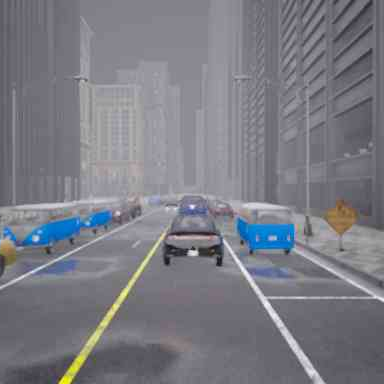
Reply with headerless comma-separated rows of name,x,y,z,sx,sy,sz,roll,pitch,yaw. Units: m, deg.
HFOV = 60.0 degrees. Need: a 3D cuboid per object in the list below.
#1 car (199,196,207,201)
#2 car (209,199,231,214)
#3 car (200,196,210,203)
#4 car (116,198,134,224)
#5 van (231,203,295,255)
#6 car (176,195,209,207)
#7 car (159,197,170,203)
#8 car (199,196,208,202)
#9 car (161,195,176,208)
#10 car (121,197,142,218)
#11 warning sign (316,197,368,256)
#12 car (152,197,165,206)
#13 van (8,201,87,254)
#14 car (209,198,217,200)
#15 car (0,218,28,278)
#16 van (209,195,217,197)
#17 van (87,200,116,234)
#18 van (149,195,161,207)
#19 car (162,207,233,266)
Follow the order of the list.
car,2.724,1.656,86.516,1.947,1.339,4.313,0,0,0
car,2.748,1.617,30.110,1.802,1.307,4.206,0,0,0
car,2.731,1.621,69.594,1.887,1.381,4.507,0,0,0
car,-5.776,1.469,24.461,1.967,1.590,4.097,0,0,0
van,2.754,1.357,13.188,1.690,1.788,3.998,0,0,0
car,0.051,1.256,27.985,2.150,2.045,5.566,0,0,0
car,-5.794,1.642,69.588,1.947,1.339,4.313,0,0,0
car,2.727,1.637,80.876,2.008,1.369,4.403,0,0,0
car,-3.104,1.605,50.868,2.033,1.411,5.357,0,0,0
car,-5.778,1.350,30.103,2.192,1.841,5.009,0,0,0
warning sign,5.068,1.129,11.327,1.300,1.860,1.060,0,0,0
car,-5.789,1.610,58.307,1.887,1.381,4.507,0,0,0
van,-5.771,1.357,13.180,1.690,1.788,3.998,0,0,0
car,2.746,1.623,35.750,1.802,1.307,4.206,0,0,0
car,-5.768,1.534,7.369,1.752,1.417,4.829,0,0,0
van,2.740,1.395,47.032,1.690,1.788,3.998,0,0,0
van,-5.773,1.363,18.820,1.690,1.788,3.998,0,0,0
van,-5.788,1.400,52.666,1.690,1.788,3.998,0,0,0
car,0.050,1.504,11.646,2.128,1.511,4.902,0,0,0
